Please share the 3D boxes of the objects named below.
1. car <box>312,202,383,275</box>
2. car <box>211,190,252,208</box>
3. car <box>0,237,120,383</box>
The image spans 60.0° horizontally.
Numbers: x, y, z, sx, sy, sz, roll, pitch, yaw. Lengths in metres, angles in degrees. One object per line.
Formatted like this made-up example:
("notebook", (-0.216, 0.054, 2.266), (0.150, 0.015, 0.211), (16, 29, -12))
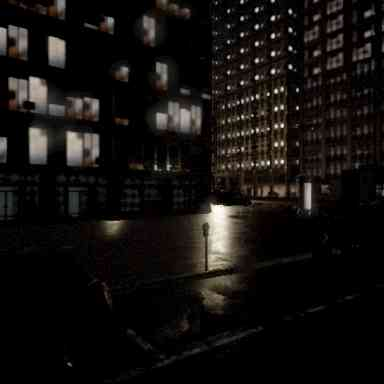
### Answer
("car", (5.929, 1.274, 10.413), (5.009, 1.841, 2.192), (0, 0, -36))
("car", (4.609, 0.861, 39.900), (2.150, 2.045, 5.566), (0, 2, -37))
("car", (-3.055, 1.442, 3.918), (4.097, 1.590, 1.967), (0, 0, -36))
